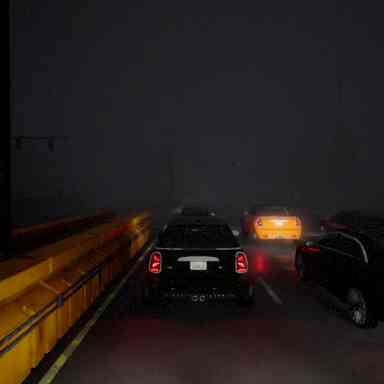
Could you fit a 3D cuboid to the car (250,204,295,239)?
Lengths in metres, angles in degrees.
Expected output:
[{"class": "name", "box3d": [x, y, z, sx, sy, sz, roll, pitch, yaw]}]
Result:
[{"class": "car", "box3d": [3.651, 1.352, 16.009, 2.097, 1.767, 4.553, 0, 0, 0]}]

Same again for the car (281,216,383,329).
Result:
[{"class": "car", "box3d": [3.620, 1.492, 6.898, 2.128, 1.511, 4.902, 0, 0, 0]}]

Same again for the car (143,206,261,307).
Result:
[{"class": "car", "box3d": [0.123, 1.352, 8.138, 2.097, 1.767, 4.553, 0, 0, 0]}]

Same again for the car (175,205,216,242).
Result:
[{"class": "car", "box3d": [0.154, 1.505, 17.313, 1.837, 1.490, 4.892, 0, 0, 0]}]

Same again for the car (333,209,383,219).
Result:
[{"class": "car", "box3d": [7.144, 1.505, 14.428, 1.837, 1.490, 4.892, 0, 0, 0]}]
